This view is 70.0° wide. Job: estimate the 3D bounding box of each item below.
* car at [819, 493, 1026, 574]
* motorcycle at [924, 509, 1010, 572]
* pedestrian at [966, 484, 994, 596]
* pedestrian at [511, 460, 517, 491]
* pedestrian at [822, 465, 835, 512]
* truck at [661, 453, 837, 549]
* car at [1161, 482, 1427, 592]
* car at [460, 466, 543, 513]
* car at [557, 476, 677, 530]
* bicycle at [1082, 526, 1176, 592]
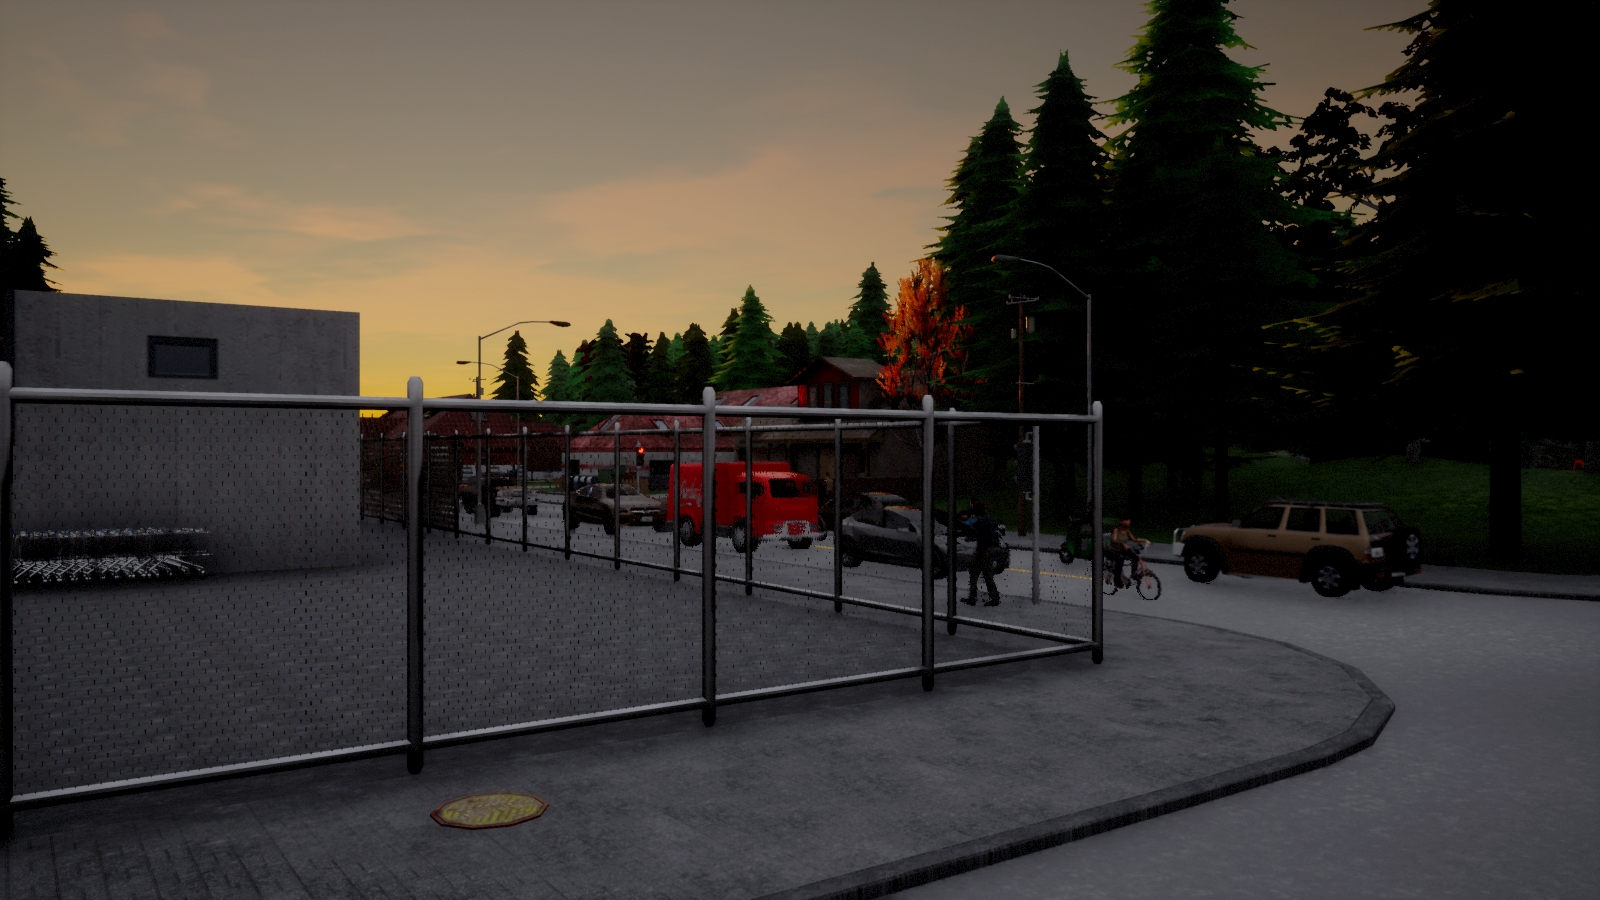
[{"bbox_3d":[2.719,1.840,26.465,2.163,1.488,4.792,0,0,-35],"label":"car"},{"bbox_3d":[3.660,1.959,25.125,0.856,1.236,1.805,0,0,-35],"label":"motorcycle"},{"bbox_3d":[3.055,1.515,19.379,0.375,1.860,0.375,0,0,29],"label":"pedestrian"},{"bbox_3d":[-17.189,1.519,68.655,0.375,1.860,0.375,0,0,-15],"label":"pedestrian"},{"bbox_3d":[1.112,1.521,45.100,0.375,1.860,0.375,0,0,-35],"label":"pedestrian"},{"bbox_3d":[-1.555,1.353,32.589,2.627,2.467,5.204,0,-1,-35],"label":"truck"},{"bbox_3d":[9.855,1.640,23.133,1.932,1.855,4.605,0,0,-35],"label":"car"},{"bbox_3d":[-12.767,1.641,48.752,1.932,1.855,4.605,0,0,-35],"label":"car"},{"bbox_3d":[-6.435,1.769,39.626,2.152,1.651,5.027,0,0,-35],"label":"car"},{"bbox_3d":[6.180,2.033,21.510,0.859,1.080,1.487,0,0,-35],"label":"bicycle"}]
